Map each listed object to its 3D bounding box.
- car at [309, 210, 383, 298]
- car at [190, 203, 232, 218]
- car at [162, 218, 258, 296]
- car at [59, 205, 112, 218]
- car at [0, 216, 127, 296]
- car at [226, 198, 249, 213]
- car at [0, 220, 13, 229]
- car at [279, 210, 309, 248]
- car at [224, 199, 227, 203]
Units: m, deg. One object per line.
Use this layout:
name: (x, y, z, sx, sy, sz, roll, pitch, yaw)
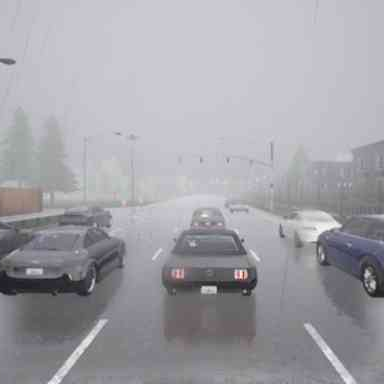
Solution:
car: (4.891, 1.351, 8.661, 2.097, 1.767, 4.553, 0, 0, 3)
car: (0.864, 1.548, 18.216, 2.033, 1.411, 5.357, 0, 0, 3)
car: (0.436, 1.601, 8.634, 1.895, 1.301, 4.718, 0, 0, 3)
car: (-6.086, 1.505, 19.466, 1.837, 1.490, 4.892, 0, 0, 3)
car: (-3.068, 1.564, 8.679, 1.994, 1.385, 4.181, 0, 0, 3)
car: (5.140, 1.602, 36.667, 1.895, 1.301, 4.718, 0, 0, 3)
car: (-6.506, 1.526, 10.134, 1.812, 1.442, 4.674, 0, 0, 2)
car: (5.162, 1.526, 14.684, 1.812, 1.442, 4.674, 0, 0, 3)
car: (5.538, 1.548, 46.557, 2.033, 1.411, 5.357, 0, 0, 3)
